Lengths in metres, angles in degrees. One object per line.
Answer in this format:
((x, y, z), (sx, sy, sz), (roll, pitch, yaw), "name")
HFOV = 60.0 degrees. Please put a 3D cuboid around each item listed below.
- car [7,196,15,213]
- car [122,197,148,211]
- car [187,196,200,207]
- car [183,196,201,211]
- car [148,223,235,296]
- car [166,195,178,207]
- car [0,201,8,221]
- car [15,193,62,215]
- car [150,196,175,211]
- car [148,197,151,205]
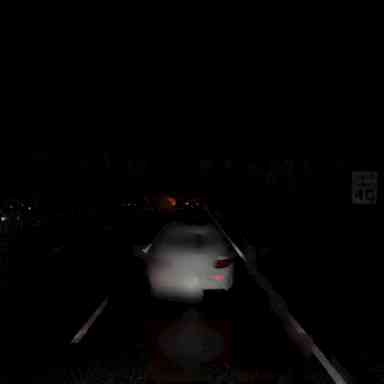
((-18.484, 1.155, 36.811), (2.150, 2.045, 5.566), (0, 0, 0), "car")
((-6.959, 1.474, 39.520), (2.033, 1.411, 5.357), (0, 0, 1), "car")
((0.260, 1.385, 49.732), (1.882, 1.535, 5.008), (0, 0, 1), "car")
((0.041, 1.452, 39.516), (1.812, 1.442, 4.674), (0, 0, 1), "car")
((-0.001, 1.509, 8.499), (1.812, 1.442, 4.674), (0, 0, 0), "car")
((-3.241, 1.259, 49.758), (2.097, 1.767, 4.553), (0, 0, 2), "car")
((-15.076, 1.523, 22.989), (1.994, 1.385, 4.181), (0, 0, 0), "car")
((-14.998, 1.161, 33.469), (2.150, 2.045, 5.566), (0, 0, 0), "car")
((-3.455, 1.490, 39.930), (1.994, 1.385, 4.181), (0, 0, 1), "car")
((-6.739, 1.433, 49.881), (1.812, 1.442, 4.674), (0, 0, 2), "car")
